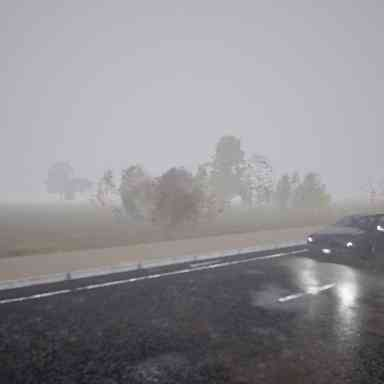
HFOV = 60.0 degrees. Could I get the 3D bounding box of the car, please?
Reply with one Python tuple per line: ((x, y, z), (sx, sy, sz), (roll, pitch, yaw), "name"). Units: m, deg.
((6.524, 1.520, 12.354), (5.357, 1.411, 2.033), (0, 0, -36), "car")
